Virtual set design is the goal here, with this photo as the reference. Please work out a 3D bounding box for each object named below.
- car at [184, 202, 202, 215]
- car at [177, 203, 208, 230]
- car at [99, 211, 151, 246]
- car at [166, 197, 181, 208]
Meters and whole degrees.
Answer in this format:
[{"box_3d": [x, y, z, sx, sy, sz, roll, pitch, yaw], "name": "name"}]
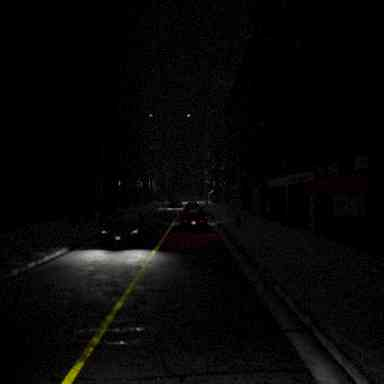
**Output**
[{"box_3d": [0.117, 1.943, 39.496, 1.994, 1.385, 4.181, 0, -1, 0], "name": "car"}, {"box_3d": [0.110, 1.744, 22.961, 1.812, 1.442, 4.674, 0, -1, 0], "name": "car"}, {"box_3d": [-3.093, 1.679, 16.208, 1.812, 1.442, 4.674, 0, -1, 0], "name": "car"}, {"box_3d": [-3.024, 1.917, 58.634, 2.097, 1.767, 4.553, 0, -1, 1], "name": "car"}]
